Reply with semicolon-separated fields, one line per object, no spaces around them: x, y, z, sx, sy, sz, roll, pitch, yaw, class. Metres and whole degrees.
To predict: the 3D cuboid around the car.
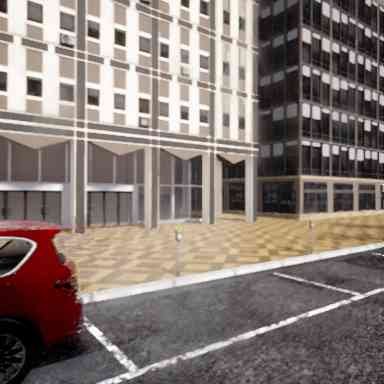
-3.760;1.308;3.596;5.009;1.841;2.192;0;0;-35;car
